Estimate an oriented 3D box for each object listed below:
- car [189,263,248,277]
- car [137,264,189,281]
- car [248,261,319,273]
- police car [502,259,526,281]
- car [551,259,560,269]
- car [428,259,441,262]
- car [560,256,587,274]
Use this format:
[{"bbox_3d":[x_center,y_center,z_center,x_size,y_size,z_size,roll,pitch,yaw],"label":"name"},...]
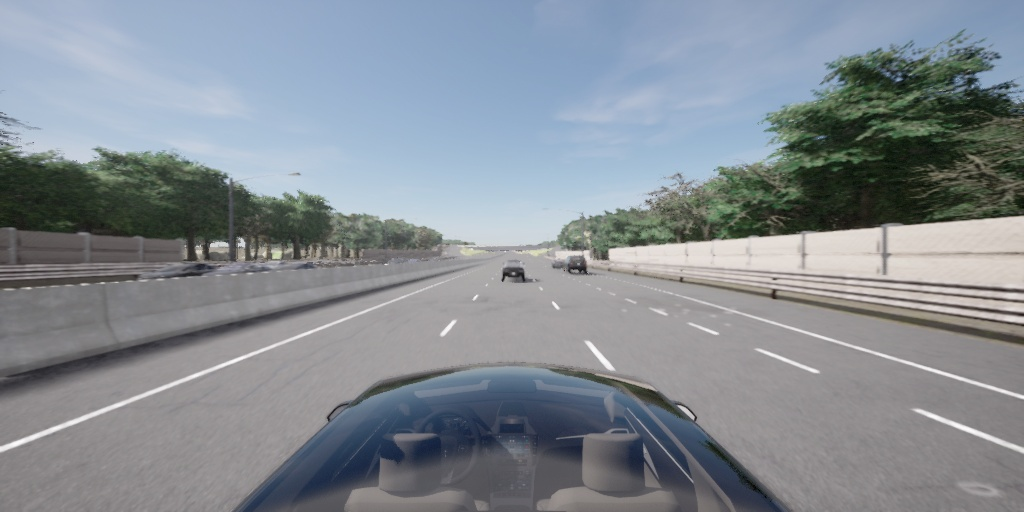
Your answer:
[{"bbox_3d":[-17.559,1.214,23.294,2.128,1.511,4.902,0,0,0],"label":"car"},{"bbox_3d":[-21.060,1.225,23.045,1.837,1.490,4.892,0,0,0],"label":"car"},{"bbox_3d":[-14.062,1.231,22.990,1.837,1.490,4.892,0,0,0],"label":"car"},{"bbox_3d":[0.133,1.168,30.477,1.930,1.638,5.238,0,0,0],"label":"police car"},{"bbox_3d":[7.270,1.264,57.156,2.128,1.511,4.902,0,0,1],"label":"car"},{"bbox_3d":[-13.706,1.228,63.677,1.837,1.490,4.892,0,0,1],"label":"car"},{"bbox_3d":[7.179,0.983,41.205,2.150,2.045,5.566,0,0,1],"label":"car"}]
